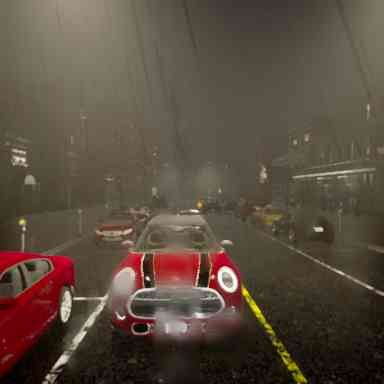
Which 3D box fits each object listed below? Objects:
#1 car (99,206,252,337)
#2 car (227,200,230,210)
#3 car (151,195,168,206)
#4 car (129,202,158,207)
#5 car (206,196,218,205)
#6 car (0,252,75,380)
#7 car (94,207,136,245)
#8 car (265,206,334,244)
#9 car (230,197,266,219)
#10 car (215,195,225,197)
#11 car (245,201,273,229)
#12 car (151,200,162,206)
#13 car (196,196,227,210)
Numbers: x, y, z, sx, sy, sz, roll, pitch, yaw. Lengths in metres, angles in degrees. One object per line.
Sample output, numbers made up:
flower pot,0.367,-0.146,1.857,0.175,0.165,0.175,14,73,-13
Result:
car,-0.304,1.349,6.975,2.097,1.767,4.553,0,0,-2
car,4.350,1.567,37.811,1.802,1.307,4.206,-1,0,-2
car,-4.215,1.298,43.072,2.192,1.841,5.009,-1,0,-2
car,-3.467,1.543,20.892,2.008,1.369,4.403,-1,0,-2
car,3.598,1.500,60.162,1.752,1.417,4.829,-1,0,-2
car,-2.907,1.543,4.256,1.887,1.381,4.507,-1,0,-2
car,-3.280,1.576,15.346,1.802,1.307,4.206,-1,0,-2
car,5.096,1.560,15.631,1.947,1.339,4.313,-1,0,-2
car,4.720,1.304,26.721,2.192,1.841,5.009,-1,0,-2
car,4.158,1.508,43.526,1.752,1.417,4.829,-1,0,-2
car,4.904,1.517,21.345,1.752,1.417,4.829,-1,0,-2
car,-3.653,1.572,26.437,1.802,1.307,4.206,-1,0,-2
car,1.889,1.478,33.675,2.128,1.511,4.902,0,0,-2
